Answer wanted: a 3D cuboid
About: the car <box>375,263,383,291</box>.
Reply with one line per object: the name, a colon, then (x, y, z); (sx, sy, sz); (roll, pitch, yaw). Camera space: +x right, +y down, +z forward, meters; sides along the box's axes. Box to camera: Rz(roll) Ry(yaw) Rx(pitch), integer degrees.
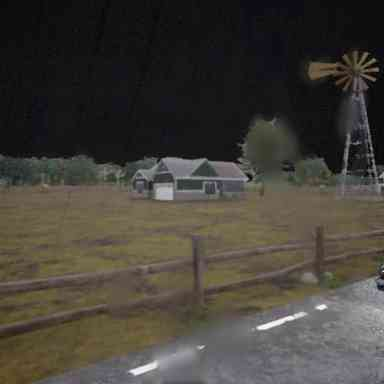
car: (6.343, 1.506, 7.542); (5.357, 1.411, 2.033); (0, 0, -35)
